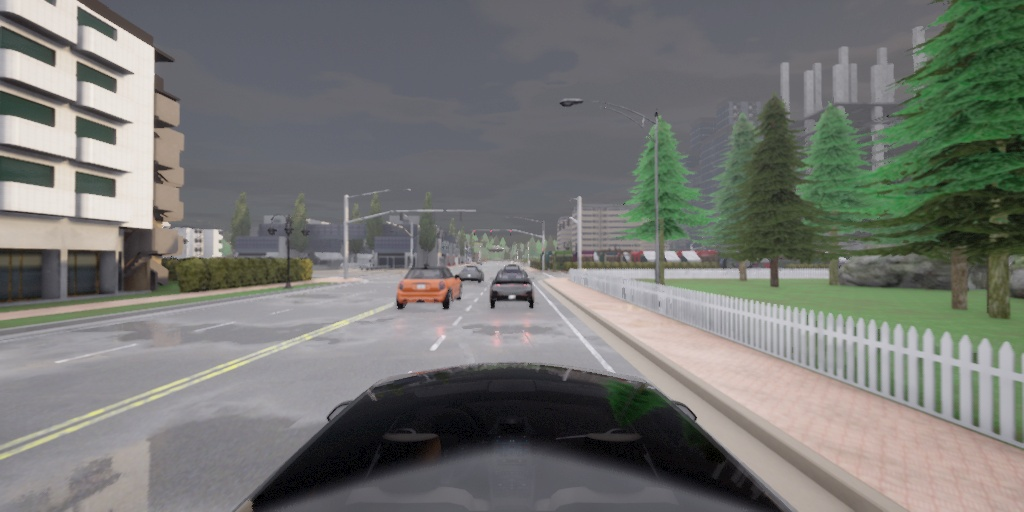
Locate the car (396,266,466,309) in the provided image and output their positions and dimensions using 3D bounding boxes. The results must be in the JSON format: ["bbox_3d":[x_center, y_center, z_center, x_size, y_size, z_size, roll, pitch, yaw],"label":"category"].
[{"bbox_3d":[-3.496,1.233,15.939,2.097,1.767,4.553,0,-1,0],"label":"car"}]

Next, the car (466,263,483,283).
[{"bbox_3d":[-3.526,1.590,31.157,1.994,1.385,4.181,0,0,-1],"label":"car"}]

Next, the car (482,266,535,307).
[{"bbox_3d":[0.006,1.378,16.163,2.128,1.511,4.902,0,0,0],"label":"car"}]
